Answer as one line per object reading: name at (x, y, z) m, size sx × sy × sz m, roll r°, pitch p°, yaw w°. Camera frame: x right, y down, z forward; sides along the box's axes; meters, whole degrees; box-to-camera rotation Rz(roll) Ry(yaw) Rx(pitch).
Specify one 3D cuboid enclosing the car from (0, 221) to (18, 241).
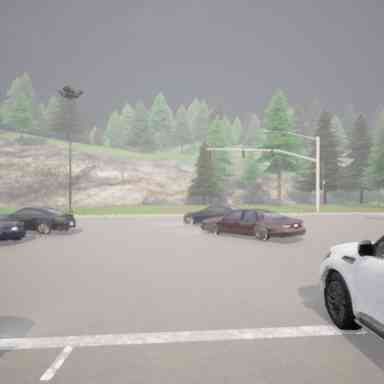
car at (-3.582, 1.350, 2.649) m, size 2.097 × 1.767 × 4.553 m, roll 0°, pitch 0°, yaw -3°

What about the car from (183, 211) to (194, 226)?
car at (1.629, 1.512, 21.558) m, size 4.674 × 1.442 × 1.812 m, roll 0°, pitch 0°, yaw 34°

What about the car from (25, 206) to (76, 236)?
car at (-8.660, 1.514, 18.035) m, size 4.674 × 1.442 × 1.812 m, roll 0°, pitch -1°, yaw 10°

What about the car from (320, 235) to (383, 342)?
car at (3.471, 1.219, 3.735) m, size 2.150 × 2.045 × 5.566 m, roll 0°, pitch 0°, yaw -2°

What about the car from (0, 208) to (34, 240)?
car at (-9.647, 1.554, 14.728) m, size 4.181 × 1.385 × 1.994 m, roll 0°, pitch 0°, yaw 11°

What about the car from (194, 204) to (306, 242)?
car at (2.839, 1.537, 16.520) m, size 2.033 × 1.411 × 5.357 m, roll 0°, pitch 0°, yaw -44°
